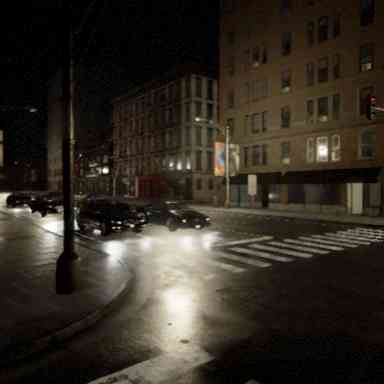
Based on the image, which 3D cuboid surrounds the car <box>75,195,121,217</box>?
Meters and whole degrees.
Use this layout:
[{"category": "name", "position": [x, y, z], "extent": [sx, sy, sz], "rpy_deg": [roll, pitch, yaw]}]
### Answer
[{"category": "car", "position": [-7.323, 0.978, 25.600], "extent": [1.994, 1.385, 4.181], "rpy_deg": [0, 2, -38]}]

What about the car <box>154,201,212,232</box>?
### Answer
[{"category": "car", "position": [-1.217, 1.183, 17.852], "extent": [2.033, 1.411, 5.357], "rpy_deg": [0, 1, -35]}]

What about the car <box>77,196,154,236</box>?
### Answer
[{"category": "car", "position": [-4.050, 1.148, 16.156], "extent": [1.837, 1.490, 4.892], "rpy_deg": [0, 2, -38]}]

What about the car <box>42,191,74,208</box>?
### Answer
[{"category": "car", "position": [-13.597, 0.716, 33.597], "extent": [1.812, 1.442, 4.674], "rpy_deg": [0, 1, -38]}]

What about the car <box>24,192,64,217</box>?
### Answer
[{"category": "car", "position": [-10.320, 0.906, 24.139], "extent": [2.128, 1.511, 4.902], "rpy_deg": [0, 2, -38]}]

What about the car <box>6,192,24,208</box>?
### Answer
[{"category": "car", "position": [-16.734, 0.734, 32.332], "extent": [2.033, 1.411, 5.357], "rpy_deg": [0, 1, -37]}]
